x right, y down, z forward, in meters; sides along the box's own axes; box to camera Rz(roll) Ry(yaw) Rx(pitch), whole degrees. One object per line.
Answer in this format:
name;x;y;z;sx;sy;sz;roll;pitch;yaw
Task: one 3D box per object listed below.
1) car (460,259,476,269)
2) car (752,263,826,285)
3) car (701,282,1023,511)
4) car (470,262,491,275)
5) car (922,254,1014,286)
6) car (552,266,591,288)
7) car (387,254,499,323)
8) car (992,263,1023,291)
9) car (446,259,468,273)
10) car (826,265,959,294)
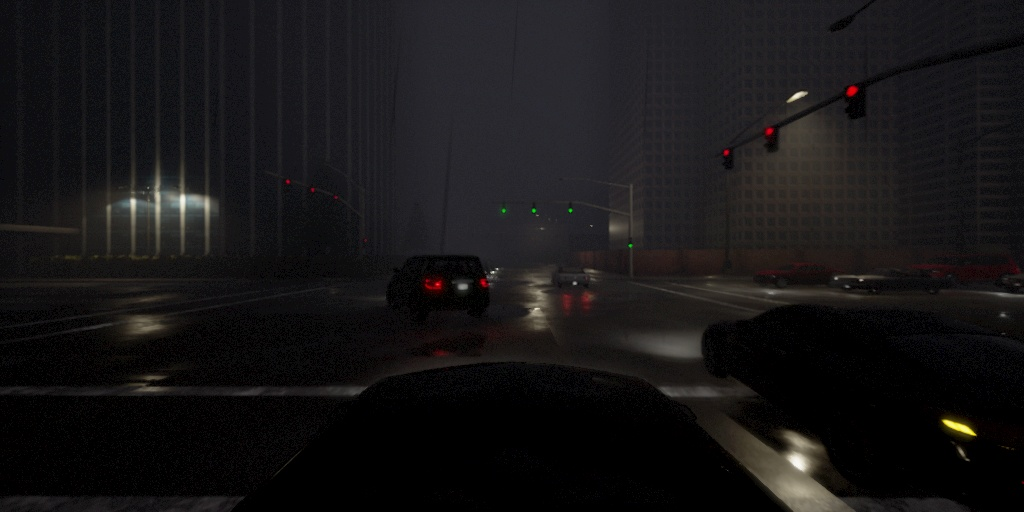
car;-6.735;1.215;55.219;1.837;1.490;4.892;0;0;0
car;17.889;1.183;22.486;5.008;1.535;1.882;0;0;1
car;3.989;1.267;4.305;1.812;1.442;4.674;0;0;7
car;-3.397;1.321;39.404;1.895;1.301;4.718;0;0;0
car;27.831;0.913;22.358;5.566;2.045;2.150;0;0;1
car;3.712;1.326;23.317;1.895;1.301;4.718;0;0;0
car;-2.733;0.965;12.470;2.150;2.045;5.566;1;0;-30
car;28.928;1.219;18.839;4.674;1.442;1.812;0;0;1
car;-6.850;1.197;44.974;1.882;1.535;5.008;0;0;1
car;19.944;1.307;18.965;4.718;1.301;1.895;0;0;1
